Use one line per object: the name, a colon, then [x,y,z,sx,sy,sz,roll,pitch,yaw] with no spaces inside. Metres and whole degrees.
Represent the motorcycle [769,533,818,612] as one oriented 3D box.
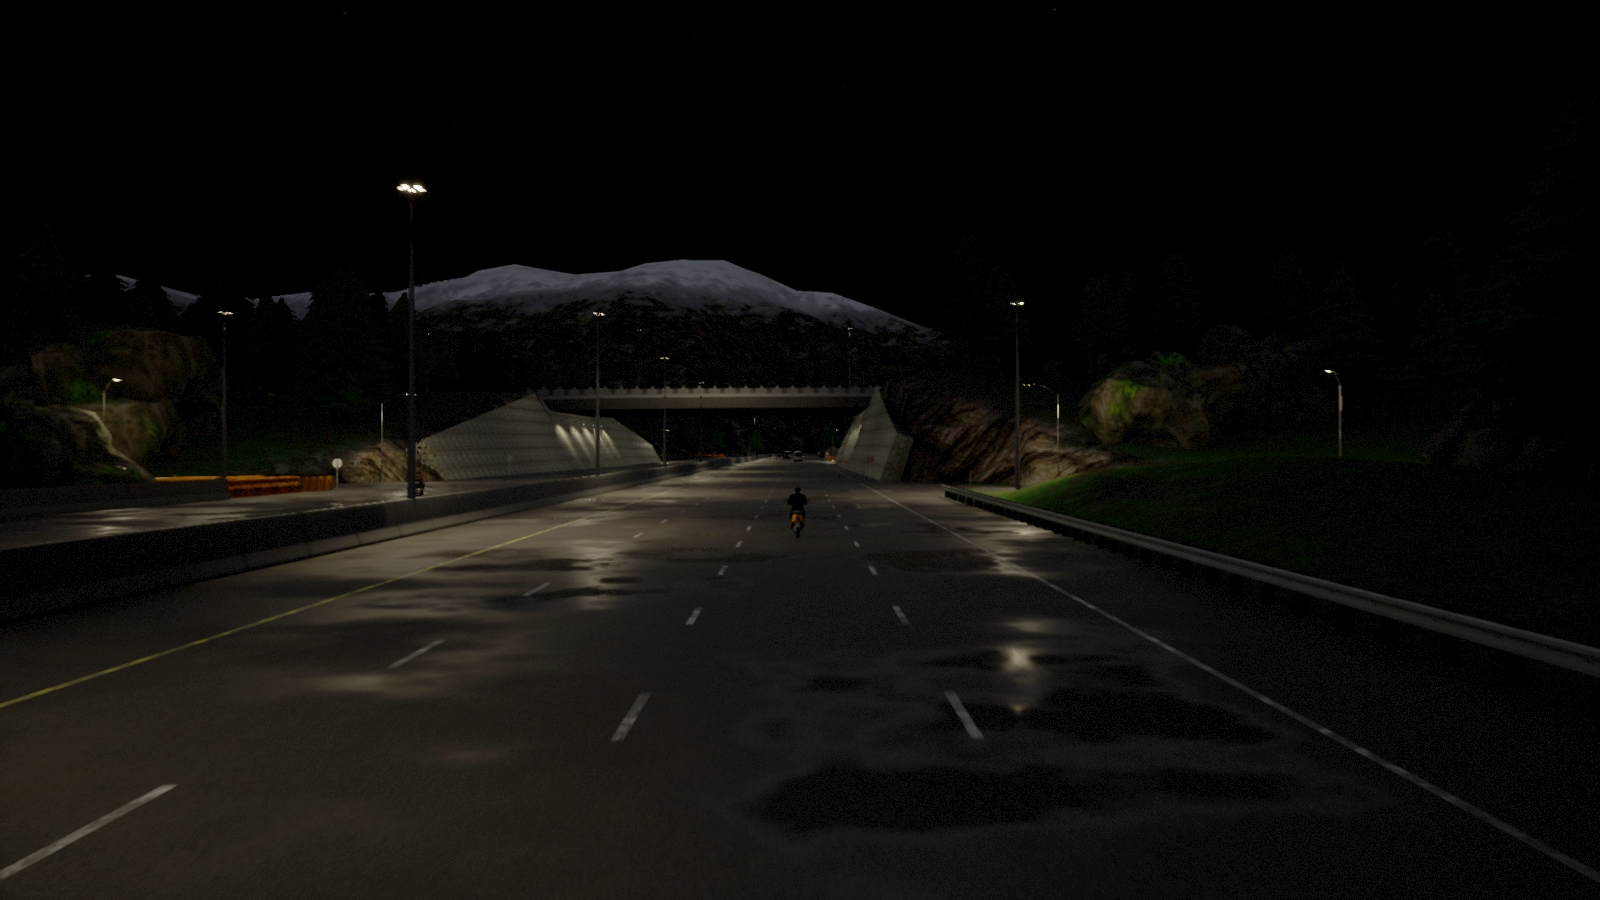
motorcycle: [-0.118,2.182,20.620,0.856,1.236,1.805,0,0,0]
